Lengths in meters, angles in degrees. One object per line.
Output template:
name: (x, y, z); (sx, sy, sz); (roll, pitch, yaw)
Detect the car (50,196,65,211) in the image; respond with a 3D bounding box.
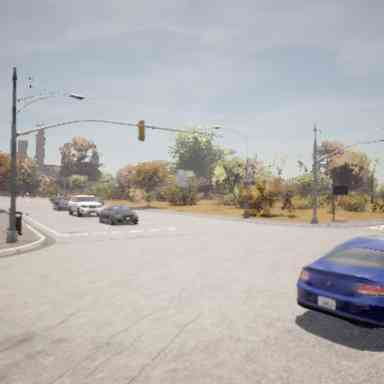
car: (-16.168, 1.587, 41.874); (1.812, 1.442, 4.674); (1, 0, -32)

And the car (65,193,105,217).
car: (-10.656, 1.337, 33.142); (2.150, 2.045, 5.566); (1, 0, -33)

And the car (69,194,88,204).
car: (-21.549, 1.301, 62.971); (1.882, 1.535, 5.008); (1, 1, -37)

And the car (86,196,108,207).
car: (-15.657, 1.508, 54.454); (2.128, 1.511, 4.902); (1, 0, -33)

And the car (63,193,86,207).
car: (-18.575, 1.198, 52.520); (2.150, 2.045, 5.566); (1, 1, -33)

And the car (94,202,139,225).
car: (-5.545, 1.679, 25.047); (1.994, 1.385, 4.181); (1, 0, -32)

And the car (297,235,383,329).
car: (4.005, 1.607, 6.605); (4.674, 1.442, 1.812); (1, 0, -36)
